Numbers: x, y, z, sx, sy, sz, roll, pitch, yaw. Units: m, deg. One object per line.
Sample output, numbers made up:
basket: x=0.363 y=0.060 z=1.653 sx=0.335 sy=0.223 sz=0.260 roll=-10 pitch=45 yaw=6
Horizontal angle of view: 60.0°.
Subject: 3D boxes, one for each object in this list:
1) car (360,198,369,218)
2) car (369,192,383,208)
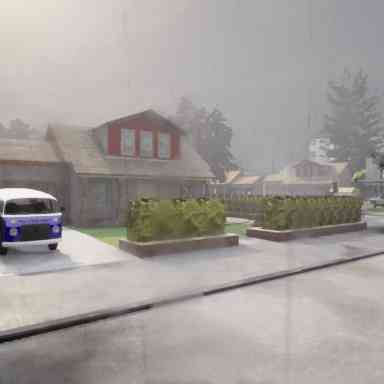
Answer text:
car: x=11.970 y=1.352 z=28.254 sx=2.097 sy=1.767 sz=4.553 roll=0 pitch=0 yaw=-36
car: x=22.993 y=0.985 z=40.726 sx=3.866 sy=1.878 sz=1.905 roll=0 pitch=0 yaw=-1
